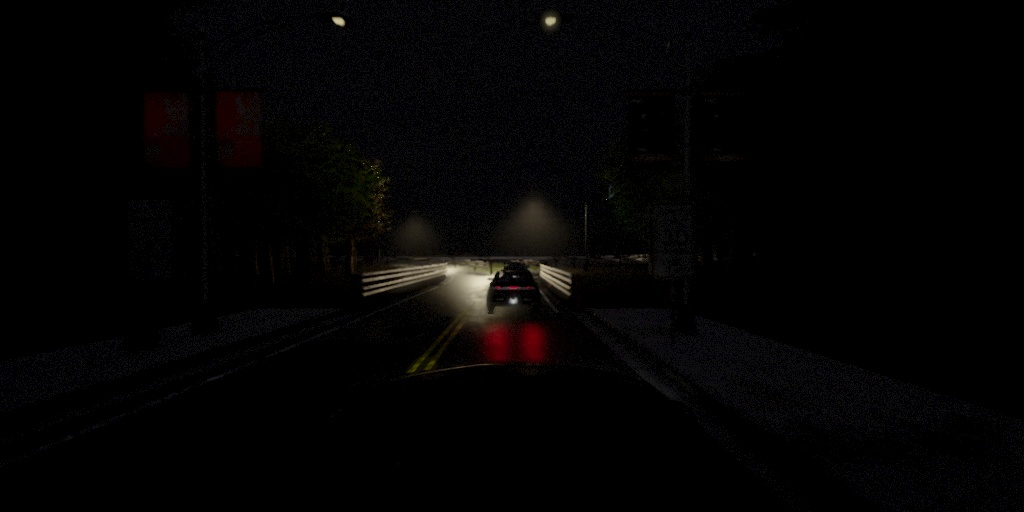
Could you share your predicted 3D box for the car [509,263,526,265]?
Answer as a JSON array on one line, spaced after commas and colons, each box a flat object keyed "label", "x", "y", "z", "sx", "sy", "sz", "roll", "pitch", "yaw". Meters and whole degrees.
[{"label": "car", "x": 0.445, "y": 1.301, "z": 29.317, "sx": 1.837, "sy": 1.490, "sz": 4.892, "roll": 0, "pitch": 0, "yaw": 5}]

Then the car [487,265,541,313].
[{"label": "car", "x": 0.066, "y": 1.260, "z": 13.988, "sx": 2.128, "sy": 1.511, "sz": 4.902, "roll": 0, "pitch": 0, "yaw": 0}]
